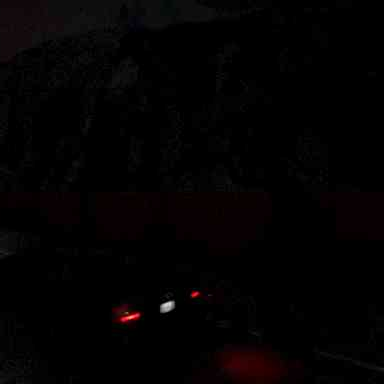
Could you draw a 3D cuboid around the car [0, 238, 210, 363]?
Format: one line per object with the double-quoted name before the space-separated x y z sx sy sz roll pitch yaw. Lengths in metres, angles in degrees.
"car" -2.223 1.584 6.067 5.357 1.411 2.033 0 0 41
